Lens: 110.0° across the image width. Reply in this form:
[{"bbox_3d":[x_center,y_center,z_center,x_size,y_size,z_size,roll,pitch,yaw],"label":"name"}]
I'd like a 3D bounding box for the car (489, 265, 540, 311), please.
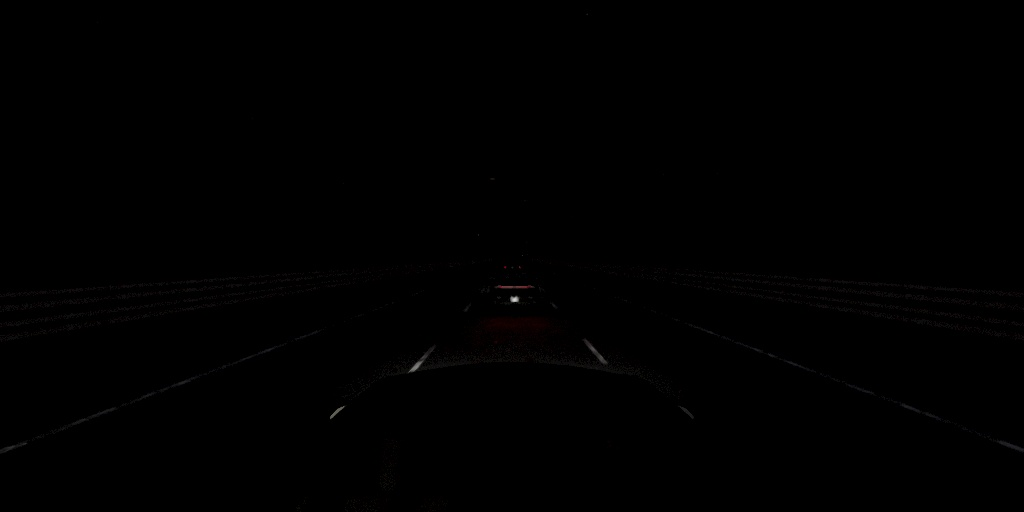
[{"bbox_3d":[0.094,1.299,14.758,2.128,1.511,4.902,0,0,0],"label":"car"}]

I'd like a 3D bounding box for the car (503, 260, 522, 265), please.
[{"bbox_3d":[0.073,1.270,39.880,2.097,1.767,4.553,0,0,0],"label":"car"}]
